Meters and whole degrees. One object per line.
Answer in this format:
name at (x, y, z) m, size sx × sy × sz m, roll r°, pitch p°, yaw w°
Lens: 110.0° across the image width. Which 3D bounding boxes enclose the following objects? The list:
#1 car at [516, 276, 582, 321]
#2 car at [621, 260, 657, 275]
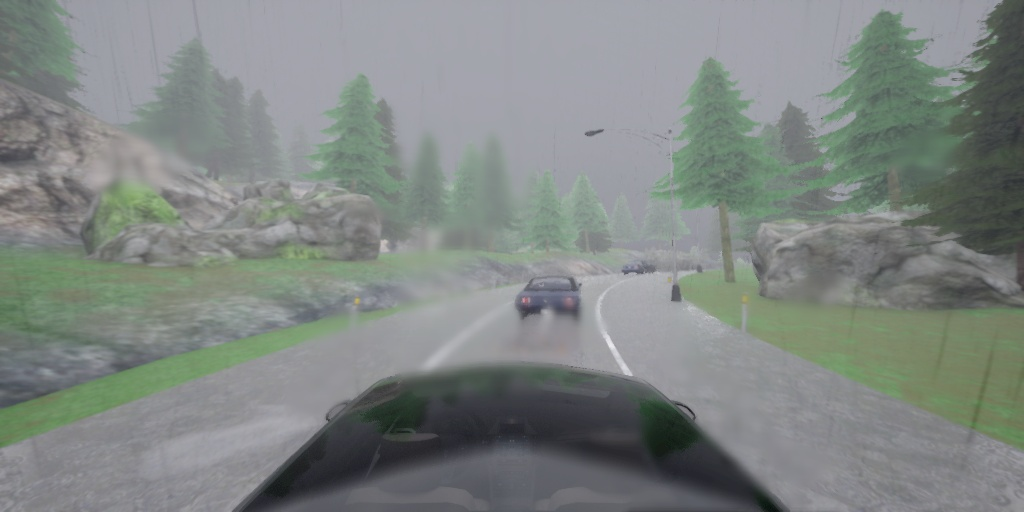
car at (1.478, 1.325, 12.462) m, size 1.895 × 1.301 × 4.718 m, roll -1°, pitch 0°, yaw 11°
car at (12.617, 1.118, 35.466) m, size 2.033 × 1.411 × 5.357 m, roll -4°, pitch -3°, yaw 40°
